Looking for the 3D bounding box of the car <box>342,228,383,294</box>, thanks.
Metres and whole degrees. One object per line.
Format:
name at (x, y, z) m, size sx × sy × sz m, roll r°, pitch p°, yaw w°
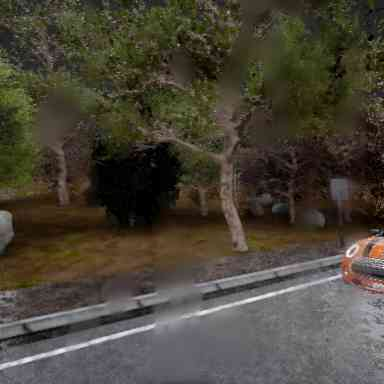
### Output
car at (5.635, 1.335, 8.015) m, size 4.553 × 1.767 × 2.097 m, roll 0°, pitch 0°, yaw -36°
